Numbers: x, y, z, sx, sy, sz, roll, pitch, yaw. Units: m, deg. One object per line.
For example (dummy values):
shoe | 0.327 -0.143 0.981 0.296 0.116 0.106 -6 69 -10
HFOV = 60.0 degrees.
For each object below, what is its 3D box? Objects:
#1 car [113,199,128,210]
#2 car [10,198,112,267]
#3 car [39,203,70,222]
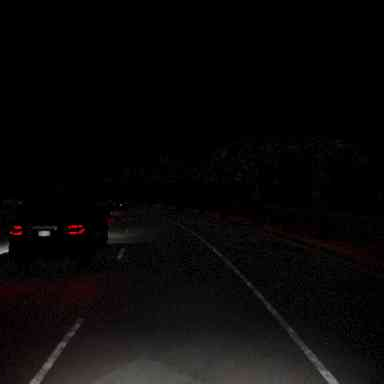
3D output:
car | -9.463 1.556 42.350 1.994 1.385 4.181 0 0 -24
car | -4.332 1.215 11.655 2.150 2.045 5.566 0 0 -7
car | -11.321 1.612 27.720 1.895 1.301 4.718 0 0 -17
